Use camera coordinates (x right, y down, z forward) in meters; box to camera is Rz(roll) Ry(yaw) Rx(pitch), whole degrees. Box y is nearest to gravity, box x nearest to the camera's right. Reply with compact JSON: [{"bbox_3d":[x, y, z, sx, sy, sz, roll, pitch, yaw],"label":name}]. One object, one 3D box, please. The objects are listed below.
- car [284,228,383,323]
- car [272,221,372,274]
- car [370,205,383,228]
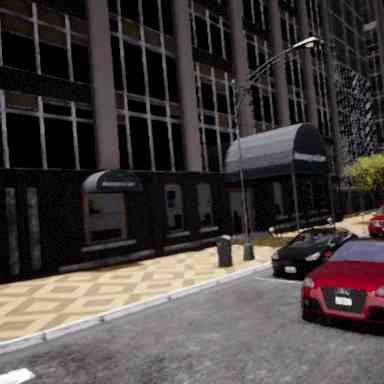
[{"bbox_3d":[4.118,1.759,7.440,1.994,1.385,4.181,-7,-4,44],"label":"car"},{"bbox_3d":[4.507,1.967,11.694,1.947,1.339,4.313,-9,-5,44],"label":"car"},{"bbox_3d":[11.779,1.581,19.041,2.192,1.841,5.009,-9,-5,44],"label":"car"}]
